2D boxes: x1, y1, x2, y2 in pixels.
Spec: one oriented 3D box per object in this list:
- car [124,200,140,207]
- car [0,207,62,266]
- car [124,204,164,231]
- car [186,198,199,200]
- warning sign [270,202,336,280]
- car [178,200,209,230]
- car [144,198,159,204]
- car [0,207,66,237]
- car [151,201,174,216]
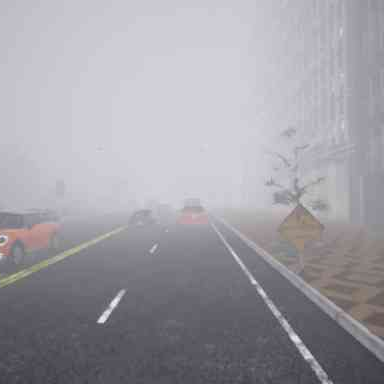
[{"bbox_3d":[-9.797,2.110,54.702,2.097,1.767,4.553,0,-1,1],"label":"car"},{"bbox_3d":[-6.584,1.496,12.015,2.097,1.767,4.553,0,-1,0],"label":"car"},{"bbox_3d":[-3.229,1.812,22.934,1.812,1.442,4.674,0,-1,1],"label":"car"},{"bbox_3d":[0.092,1.772,41.273,2.150,2.045,5.566,0,-1,0],"label":"car"},{"bbox_3d":[2.828,1.218,8.661,1.300,1.860,1.060,-1,-2,0],"label":"warning sign"},{"bbox_3d":[0.103,1.649,23.752,2.097,1.767,4.553,0,-1,0],"label":"car"},{"bbox_3d":[-6.547,1.978,54.789,2.150,2.045,5.566,0,-1,1],"label":"car"},{"bbox_3d":[-9.800,1.765,20.893,1.837,1.490,4.892,0,-1,0],"label":"car"},{"bbox_3d":[-3.183,2.056,38.565,2.033,1.411,5.357,0,-1,0],"label":"car"}]
